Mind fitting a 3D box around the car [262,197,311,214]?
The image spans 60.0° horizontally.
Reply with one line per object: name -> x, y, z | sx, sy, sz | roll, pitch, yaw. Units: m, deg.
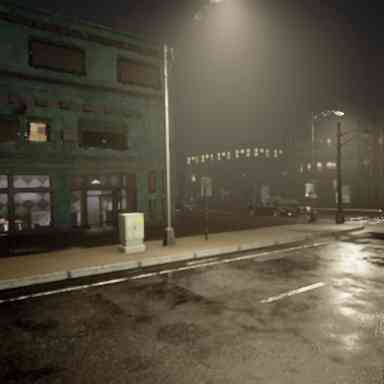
car -> 8.689, 1.322, 30.879 | 2.128, 1.511, 4.902 | -2, 1, -36

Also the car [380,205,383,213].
car -> 16.537, 1.109, 24.740 | 1.837, 1.490, 4.892 | 0, -1, -24

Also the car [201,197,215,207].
car -> 2.332, 1.478, 49.697 | 1.802, 1.307, 4.206 | -3, 1, -36

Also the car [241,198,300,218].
car -> 6.723, 1.462, 28.963 | 1.947, 1.339, 4.313 | -3, 1, -36

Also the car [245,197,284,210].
car -> 8.775, 1.323, 40.696 | 2.008, 1.369, 4.403 | -3, 1, -36

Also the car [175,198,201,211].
car -> -1.261, 1.490, 40.315 | 1.967, 1.590, 4.097 | -3, 1, -36

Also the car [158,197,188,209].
car -> -2.695, 1.555, 46.804 | 1.837, 1.490, 4.892 | -2, 0, -35

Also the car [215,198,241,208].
car -> 5.554, 1.417, 45.197 | 1.802, 1.307, 4.206 | -3, 1, -36
